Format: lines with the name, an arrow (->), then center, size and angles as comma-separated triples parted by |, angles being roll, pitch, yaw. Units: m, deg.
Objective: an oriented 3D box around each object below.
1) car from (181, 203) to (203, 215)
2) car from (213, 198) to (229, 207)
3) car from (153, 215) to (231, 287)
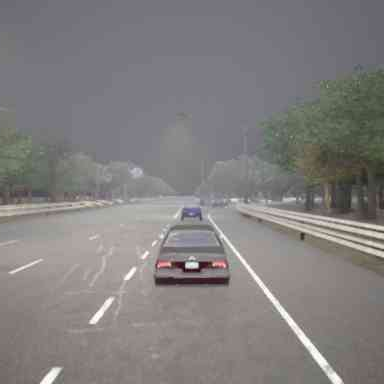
car -> 0.011, 1.810, 31.836 | 1.882, 1.535, 5.008 | 0, -1, 1
car -> 5.537, 1.961, 62.584 | 2.097, 1.767, 4.553 | 0, -1, 21
car -> -0.005, 1.644, 9.640 | 2.033, 1.411, 5.357 | 0, -1, 0
